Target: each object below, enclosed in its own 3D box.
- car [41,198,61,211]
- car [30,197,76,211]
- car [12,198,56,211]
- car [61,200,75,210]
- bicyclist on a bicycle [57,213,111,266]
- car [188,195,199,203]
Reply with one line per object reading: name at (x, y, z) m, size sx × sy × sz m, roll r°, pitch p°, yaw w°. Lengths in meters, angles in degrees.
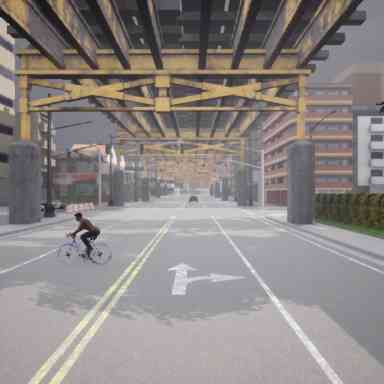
car at (-16.916, 1.453, 35.683) m, size 4.974 × 1.542 × 2.038 m, roll 0°, pitch 0°, yaw 25°
car at (-16.569, 1.453, 39.840) m, size 4.974 × 1.542 × 2.038 m, roll 0°, pitch 0°, yaw -20°
car at (-16.963, 1.295, 35.705) m, size 4.536 × 1.218 × 1.853 m, roll 0°, pitch 0°, yaw 25°
car at (-16.617, 1.295, 39.823) m, size 4.536 × 1.218 × 1.853 m, roll 0°, pitch 0°, yaw -20°
bicyclist on a bicycle at (-3.298, 1.453, 10.163) m, size 1.656 × 1.620 × 0.582 m, roll 0°, pitch 0°, yaw 0°
car at (0.347, 1.489, 71.231) m, size 1.837 × 1.490 × 4.892 m, roll 0°, pitch 0°, yaw 0°
